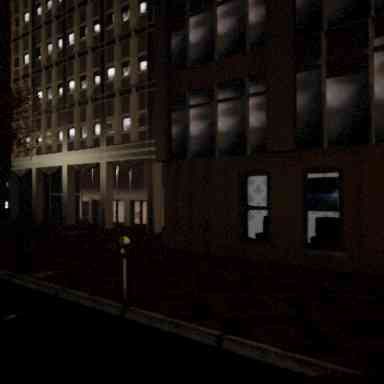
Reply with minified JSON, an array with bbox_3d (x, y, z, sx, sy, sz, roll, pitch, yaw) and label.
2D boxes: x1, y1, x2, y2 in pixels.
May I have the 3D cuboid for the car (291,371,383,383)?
[{"bbox_3d":[2.270,1.585,1.263,4.206,1.307,1.802,0,0,36],"label":"car"}]
